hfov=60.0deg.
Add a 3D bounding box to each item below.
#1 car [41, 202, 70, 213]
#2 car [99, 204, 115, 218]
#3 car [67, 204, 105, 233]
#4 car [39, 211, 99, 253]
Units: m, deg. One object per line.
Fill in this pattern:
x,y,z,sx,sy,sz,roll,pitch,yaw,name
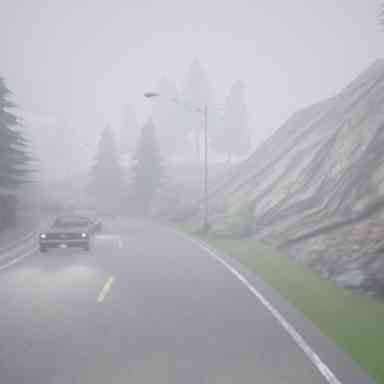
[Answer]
-16.563,1.960,41.211,5.357,1.411,2.033,0,-1,36,car
-9.388,1.906,34.031,1.994,1.385,4.181,0,-1,-33,car
-6.838,1.760,21.248,1.812,1.442,4.674,0,-1,-20,car
-5.335,1.749,14.669,1.895,1.301,4.718,0,-1,-13,car
